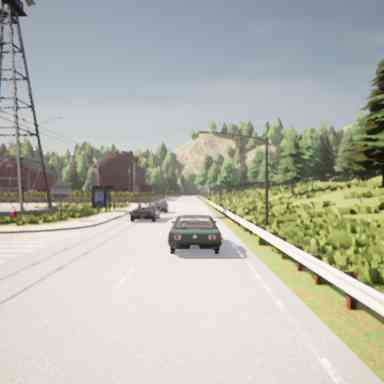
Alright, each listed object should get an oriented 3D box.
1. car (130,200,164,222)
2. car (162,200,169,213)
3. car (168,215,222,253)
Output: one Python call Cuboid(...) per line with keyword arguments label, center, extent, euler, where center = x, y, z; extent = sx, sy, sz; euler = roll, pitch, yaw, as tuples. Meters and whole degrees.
Cuboid(label="car", center=(-3.590, 1.573, 26.063), extent=(1.895, 1.301, 4.718), euler=(0, 0, 0))
Cuboid(label="car", center=(-3.558, 1.526, 35.670), extent=(1.994, 1.385, 4.181), euler=(0, 0, 1))
Cuboid(label="car", center=(0.101, 1.586, 13.559), extent=(1.895, 1.301, 4.718), euler=(0, 0, 0))
